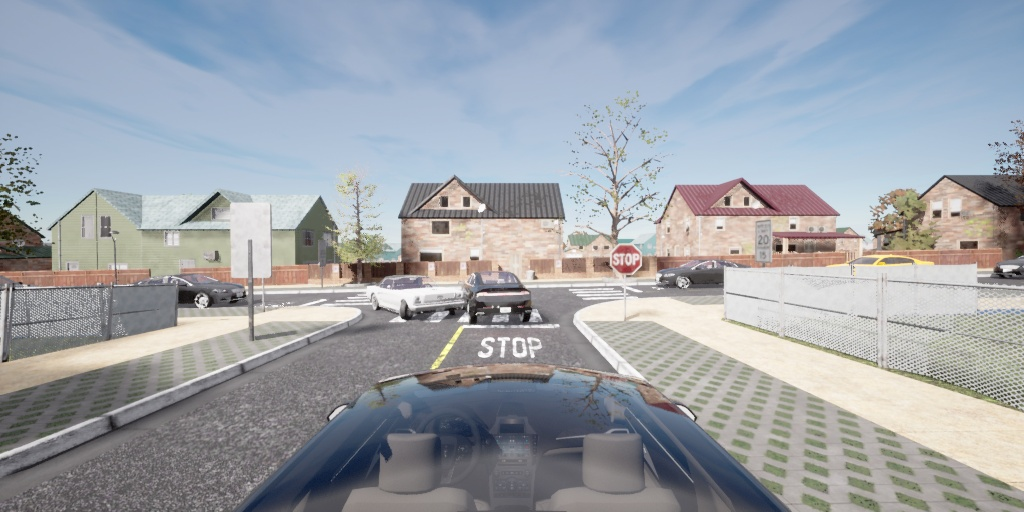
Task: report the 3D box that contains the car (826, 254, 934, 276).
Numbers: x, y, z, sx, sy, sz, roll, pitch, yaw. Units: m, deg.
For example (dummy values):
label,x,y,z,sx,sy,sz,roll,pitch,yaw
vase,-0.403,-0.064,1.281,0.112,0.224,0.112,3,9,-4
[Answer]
label,x,y,z,sx,sy,sz,roll,pitch,yaw
car,19.765,0.690,19.460,5.008,1.535,1.882,-1,1,-1

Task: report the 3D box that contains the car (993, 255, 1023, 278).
label,x,y,z,sx,sy,sz,roll,pitch,yaw
car,29.390,0.478,19.494,4.902,1.511,2.128,-1,1,0

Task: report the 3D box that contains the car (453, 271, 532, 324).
label,x,y,z,sx,sy,sz,roll,pitch,yaw
car,-0.683,1.242,12.020,2.128,1.511,4.902,0,0,-12

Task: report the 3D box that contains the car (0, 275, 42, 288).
label,x,y,z,sx,sy,sz,roll,pitch,yaw
car,-24.236,1.648,16.340,4.553,1.767,2.097,-1,1,0

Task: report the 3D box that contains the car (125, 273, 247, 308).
label,x,y,z,sx,sy,sz,roll,pitch,yaw
car,-14.899,1.566,16.378,4.902,1.511,2.128,-1,1,0

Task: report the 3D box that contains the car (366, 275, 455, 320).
label,x,y,z,sx,sy,sz,roll,pitch,yaw
car,-3.600,1.368,12.880,1.895,1.301,4.718,0,0,-38

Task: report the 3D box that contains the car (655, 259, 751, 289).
label,x,y,z,sx,sy,sz,roll,pitch,yaw
car,10.335,0.926,19.426,4.902,1.511,2.128,-1,1,0
